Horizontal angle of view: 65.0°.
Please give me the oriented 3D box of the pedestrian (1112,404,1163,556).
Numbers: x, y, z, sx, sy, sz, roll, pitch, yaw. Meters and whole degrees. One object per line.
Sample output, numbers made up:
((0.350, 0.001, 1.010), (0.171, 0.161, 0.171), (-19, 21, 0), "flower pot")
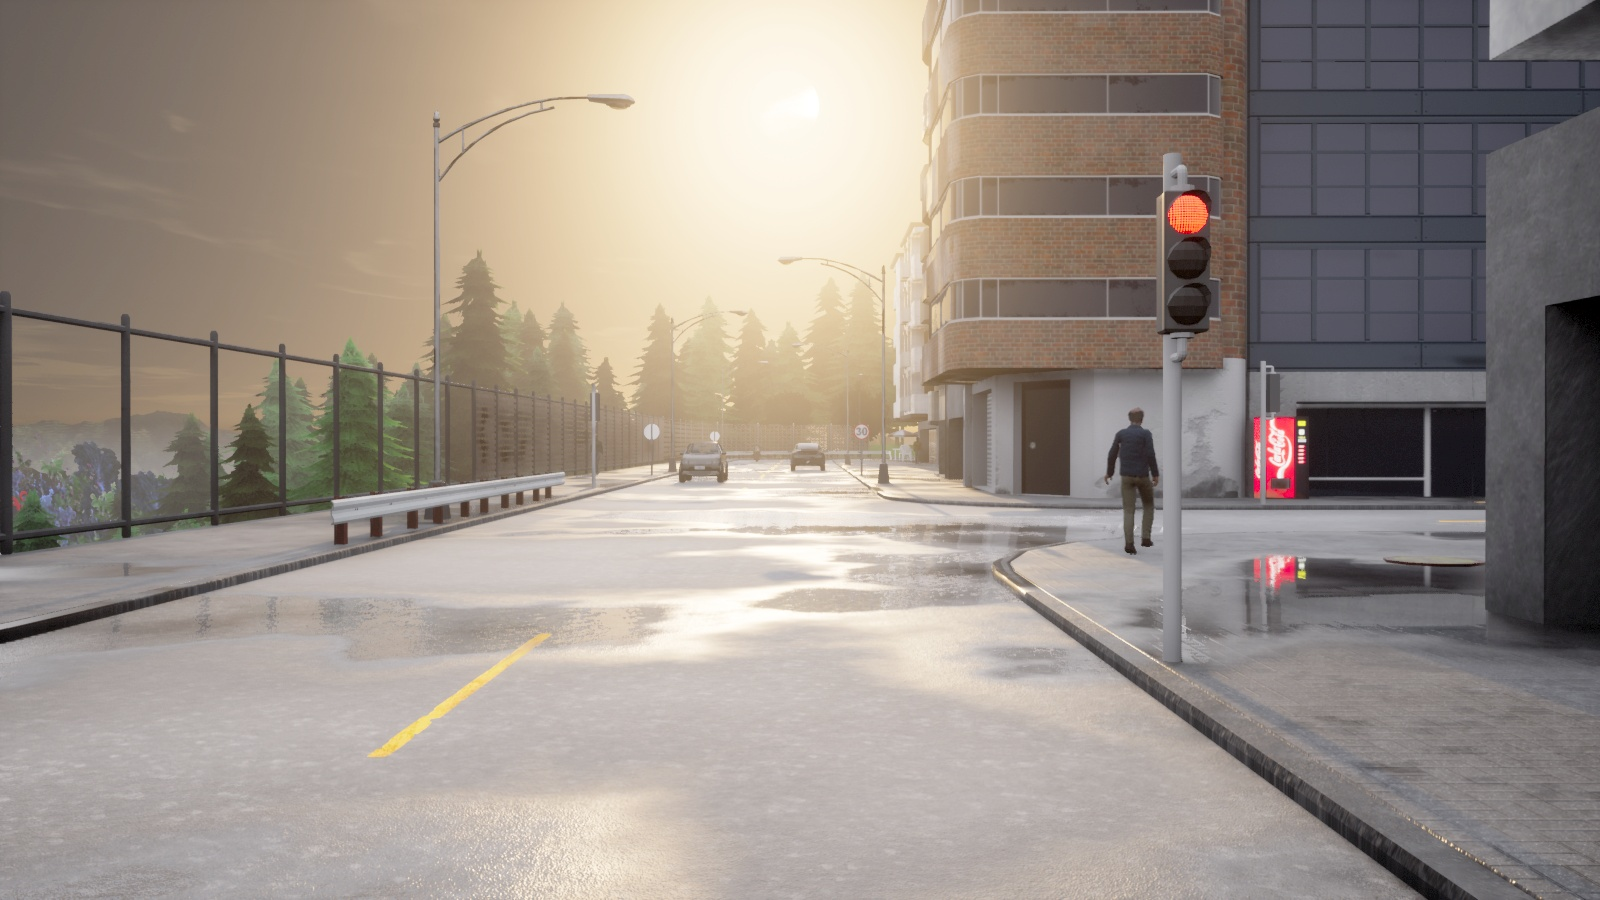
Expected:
((4.206, 0.362, 15.638), (0.402, 1.842, 0.726), (0, 0, 32), "pedestrian")

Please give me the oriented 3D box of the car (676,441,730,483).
((-3.695, 0.449, 48.371), (1.789, 1.549, 3.705), (0, 0, 0), "car")

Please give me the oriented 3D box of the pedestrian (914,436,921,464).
((7.767, 0.010, 82.916), (0.431, 1.840, 0.709), (0, 0, 0), "pedestrian")

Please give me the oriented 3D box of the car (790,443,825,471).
((0.428, 0.364, 68.665), (1.837, 1.490, 4.892), (0, 0, 0), "car")

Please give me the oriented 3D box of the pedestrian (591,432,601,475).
((-8.869, 0.141, 54.659), (0.353, 1.847, 0.614), (0, 0, 1), "pedestrian")
